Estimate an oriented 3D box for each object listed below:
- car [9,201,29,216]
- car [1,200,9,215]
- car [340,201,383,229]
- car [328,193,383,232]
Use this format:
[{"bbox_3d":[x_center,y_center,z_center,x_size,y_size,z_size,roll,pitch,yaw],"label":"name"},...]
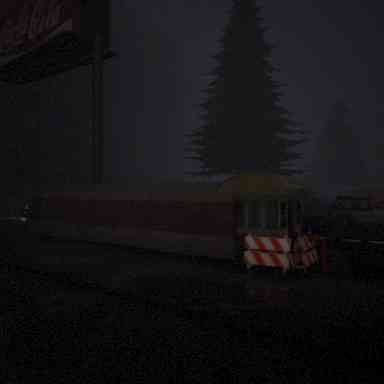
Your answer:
[{"bbox_3d":[-14.172,1.352,31.426,2.097,1.767,4.553,0,0,35],"label":"car"},{"bbox_3d":[-18.694,1.491,31.092,2.128,1.511,4.902,0,0,35],"label":"car"},{"bbox_3d":[11.219,1.338,19.680,4.193,1.474,1.816,0,0,35],"label":"car"},{"bbox_3d":[9.282,1.149,17.621,3.866,1.878,1.905,0,0,35],"label":"car"}]
